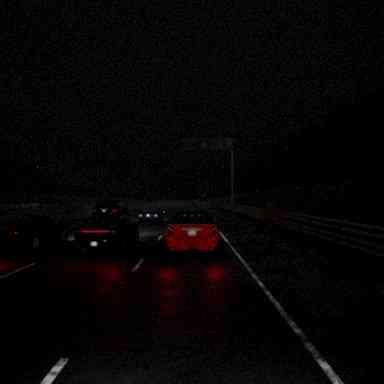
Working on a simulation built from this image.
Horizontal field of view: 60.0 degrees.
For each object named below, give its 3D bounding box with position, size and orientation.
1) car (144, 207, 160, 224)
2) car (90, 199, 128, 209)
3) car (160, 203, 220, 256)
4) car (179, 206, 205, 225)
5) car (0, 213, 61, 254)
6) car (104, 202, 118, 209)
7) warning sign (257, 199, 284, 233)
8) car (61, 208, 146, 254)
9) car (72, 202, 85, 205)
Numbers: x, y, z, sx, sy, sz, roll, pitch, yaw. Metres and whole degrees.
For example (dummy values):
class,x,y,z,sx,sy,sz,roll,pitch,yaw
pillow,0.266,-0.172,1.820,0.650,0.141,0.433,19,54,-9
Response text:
class,x,y,z,sx,sy,sz,roll,pitch,yaw
car,-3.495,1.978,29.008,2.033,1.411,5.357,0,-1,0
car,-6.996,1.648,29.046,2.150,2.045,5.566,0,-1,0
car,0.005,1.522,14.090,2.097,1.767,4.553,0,-1,0
car,0.005,1.978,29.007,2.033,1.411,5.357,0,-1,0
car,-6.993,1.683,14.318,1.837,1.490,4.892,0,0,0
car,-17.490,2.936,71.810,1.837,1.490,4.892,0,-2,0
warning sign,4.546,1.368,19.307,1.300,1.860,1.060,0,-1,0
car,-3.494,1.668,14.306,2.128,1.511,4.902,0,-1,0
car,-24.490,2.913,71.812,1.882,1.535,5.008,0,-2,0
